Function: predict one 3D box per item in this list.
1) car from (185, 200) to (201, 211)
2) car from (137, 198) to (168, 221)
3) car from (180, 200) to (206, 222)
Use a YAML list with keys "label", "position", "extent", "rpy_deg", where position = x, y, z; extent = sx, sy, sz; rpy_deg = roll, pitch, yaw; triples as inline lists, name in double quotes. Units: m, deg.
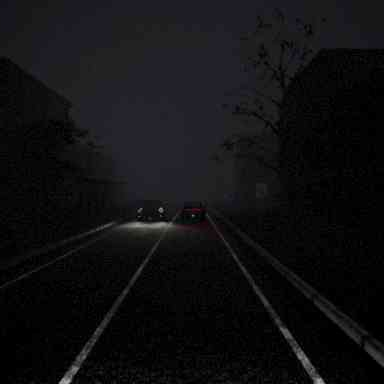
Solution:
- label: "car"
  position: [0.099, 1.708, 43.074]
  extent: [1.895, 1.301, 4.718]
  rpy_deg: [0, -1, 0]
- label: "car"
  position: [-3.098, 1.357, 26.815]
  extent: [2.097, 1.767, 4.553]
  rpy_deg: [0, 0, 0]
- label: "car"
  position: [0.095, 1.496, 26.240]
  extent: [2.128, 1.511, 4.902]
  rpy_deg: [0, 0, 0]
